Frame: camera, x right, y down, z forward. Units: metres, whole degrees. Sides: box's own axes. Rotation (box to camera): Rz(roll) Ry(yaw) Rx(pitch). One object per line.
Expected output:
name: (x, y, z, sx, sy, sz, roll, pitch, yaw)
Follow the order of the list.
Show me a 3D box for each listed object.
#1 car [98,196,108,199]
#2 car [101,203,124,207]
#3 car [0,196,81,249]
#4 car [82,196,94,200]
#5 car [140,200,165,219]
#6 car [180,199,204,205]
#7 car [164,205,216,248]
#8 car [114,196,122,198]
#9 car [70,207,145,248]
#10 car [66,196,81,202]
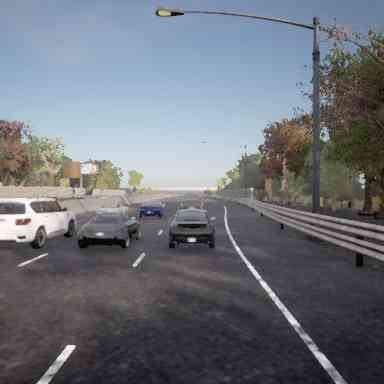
car: (-21.000, 1.583, 78.869, 1.812, 1.442, 4.674, 0, 0, 0)
car: (-7.000, 1.625, 29.681, 1.895, 1.301, 4.718, 0, 0, 0)
car: (-7.000, 1.258, 14.681, 2.150, 2.045, 5.566, 0, 0, 0)
car: (-24.500, 1.583, 78.868, 1.812, 1.442, 4.674, 0, 0, 0)
car: (-3.500, 1.494, 29.651, 1.882, 1.535, 5.008, 0, 0, 0)
car: (0.000, 1.375, 29.621, 2.097, 1.767, 4.553, 0, 0, 0)
car: (0.000, 1.516, 14.651, 1.837, 1.490, 4.892, 0, 0, 0)
car: (-17.500, 1.583, 78.868, 1.812, 1.442, 4.674, 0, 0, 0)
car: (-3.500, 1.572, 14.651, 1.994, 1.385, 4.181, 0, 0, 0)
car: (-28.000, 1.653, 78.838, 1.895, 1.301, 4.718, 0, 0, 0)
